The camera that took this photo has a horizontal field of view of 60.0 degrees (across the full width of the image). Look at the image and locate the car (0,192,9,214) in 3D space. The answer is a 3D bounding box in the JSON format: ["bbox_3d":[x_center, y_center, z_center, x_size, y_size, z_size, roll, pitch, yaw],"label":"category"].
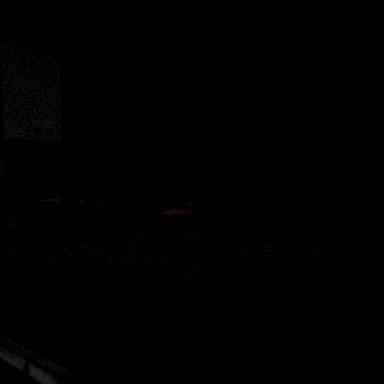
[{"bbox_3d":[-18.173,1.135,35.851,1.946,1.575,5.366,1,0,35],"label":"car"}]

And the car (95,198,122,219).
[{"bbox_3d":[-4.705,1.310,26.049,2.231,1.521,4.892,1,0,35],"label":"car"}]

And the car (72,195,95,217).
[{"bbox_3d":[-6.968,1.281,27.657,2.097,1.535,5.008,1,0,35],"label":"car"}]

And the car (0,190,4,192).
[{"bbox_3d":[-25.080,0.772,40.504,2.435,2.045,5.566,1,1,35],"label":"car"}]

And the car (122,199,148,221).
[{"bbox_3d":[-2.432,1.365,24.459,2.163,1.488,4.792,1,0,35],"label":"car"}]

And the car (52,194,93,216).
[{"bbox_3d":[-9.229,1.254,29.266,2.097,1.535,5.008,1,0,35],"label":"car"}]

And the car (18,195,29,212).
[{"bbox_3d":[-13.758,1.201,32.475,2.231,1.521,4.892,1,0,35],"label":"car"}]

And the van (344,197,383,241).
[{"bbox_3d":[8.928,1.246,16.483,1.878,1.987,4.442,1,0,35],"label":"van"}]

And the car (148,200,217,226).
[{"bbox_3d":[-0.295,1.360,22.674,1.946,1.575,5.366,1,0,35],"label":"car"}]

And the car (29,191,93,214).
[{"bbox_3d":[-11.509,0.976,30.846,2.435,2.045,5.566,1,0,35],"label":"car"}]

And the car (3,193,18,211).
[{"bbox_3d":[-16.021,1.170,34.086,2.097,1.535,5.008,1,0,35],"label":"car"}]

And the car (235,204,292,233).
[{"bbox_3d":[4.319,1.447,19.584,2.163,1.488,4.792,1,0,35],"label":"car"}]
